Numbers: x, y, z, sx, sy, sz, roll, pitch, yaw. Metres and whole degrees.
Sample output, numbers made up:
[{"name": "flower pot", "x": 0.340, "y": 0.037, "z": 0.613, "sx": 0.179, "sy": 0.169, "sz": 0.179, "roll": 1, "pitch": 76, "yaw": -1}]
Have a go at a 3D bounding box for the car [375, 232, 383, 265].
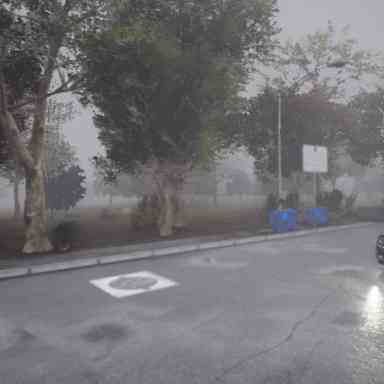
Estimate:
[{"name": "car", "x": 7.524, "y": 1.376, "z": 10.206, "sx": 5.008, "sy": 1.535, "sz": 1.882, "roll": -1, "pitch": 0, "yaw": -37}]
